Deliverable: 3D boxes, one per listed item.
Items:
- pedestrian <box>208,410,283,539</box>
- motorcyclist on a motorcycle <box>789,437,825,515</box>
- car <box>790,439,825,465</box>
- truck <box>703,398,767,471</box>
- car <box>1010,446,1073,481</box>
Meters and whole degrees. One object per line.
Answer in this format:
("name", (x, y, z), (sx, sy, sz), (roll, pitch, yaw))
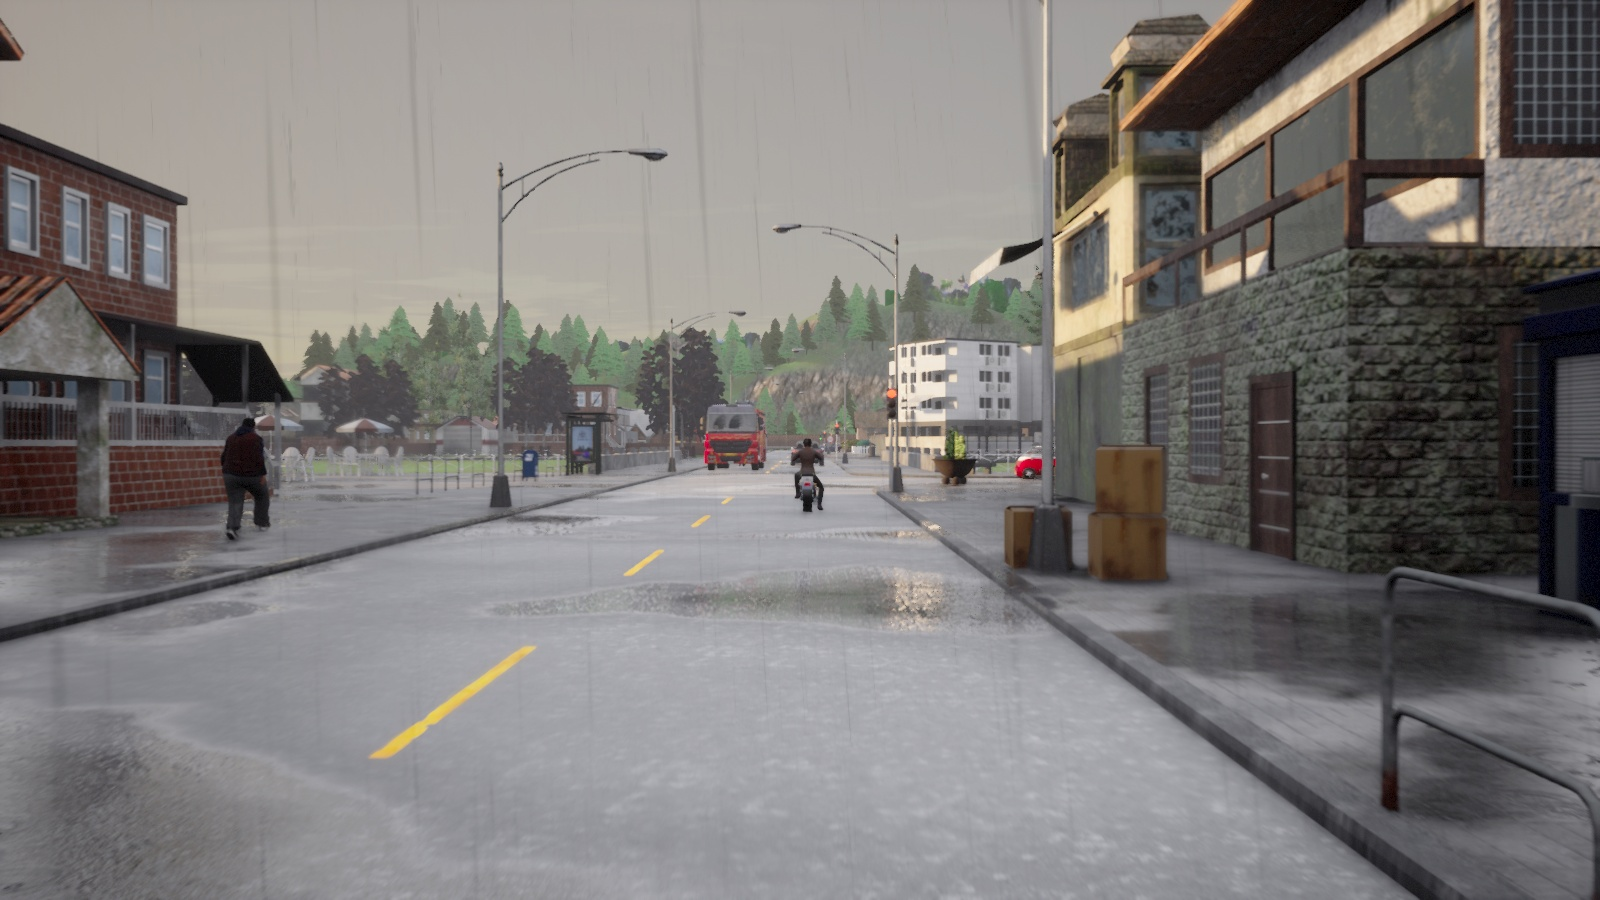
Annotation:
("pedestrian", (-8.073, 0.346, 18.309), (0.634, 1.844, 0.899), (0, 0, 5))
("motorcyclist on a motorcycle", (0.168, 0.540, 27.776), (0.766, 1.649, 2.350), (0, 0, 1))
("car", (0.487, 0.123, 83.040), (2.242, 1.667, 4.611), (0, 0, 0))
("truck", (-3.548, -0.817, 70.240), (2.891, 3.827, 8.468), (0, 0, 2))
("car", (9.698, 0.524, 50.544), (2.207, 1.376, 1.481), (0, 0, -1))
